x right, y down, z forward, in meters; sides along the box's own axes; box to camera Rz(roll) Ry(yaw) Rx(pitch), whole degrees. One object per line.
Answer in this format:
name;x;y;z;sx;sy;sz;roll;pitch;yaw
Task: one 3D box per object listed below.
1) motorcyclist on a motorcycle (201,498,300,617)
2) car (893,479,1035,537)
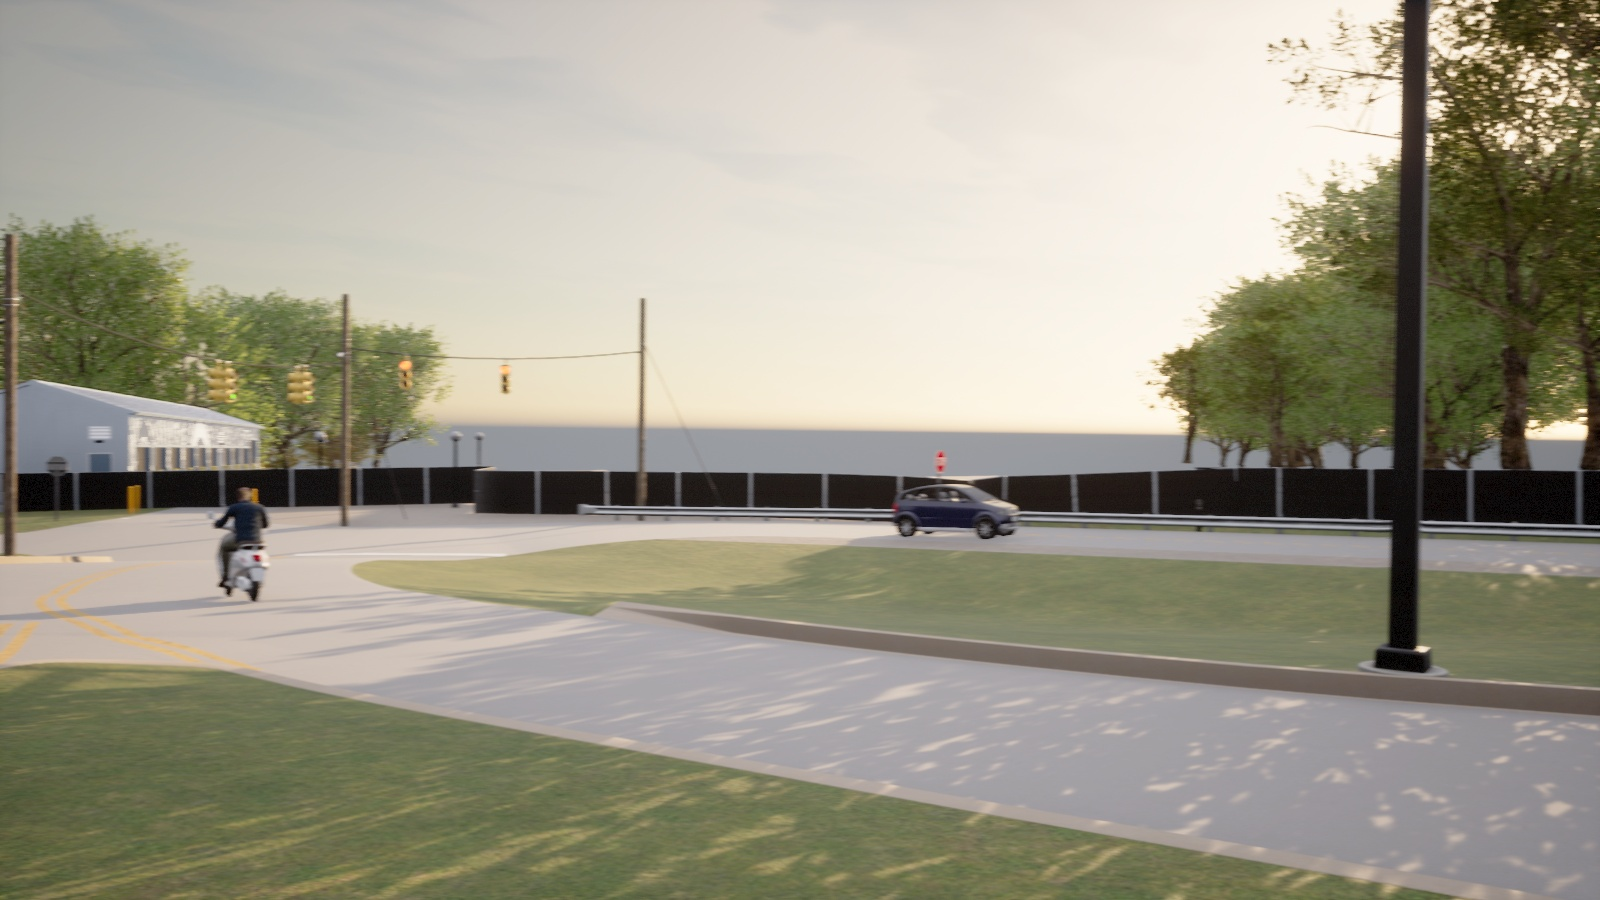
motorcyclist on a motorcycle;-7.813;1.496;17.813;0.866;1.590;1.817;1;-4;-38
car;4.815;1.705;37.011;3.705;1.549;1.789;-2;0;31
